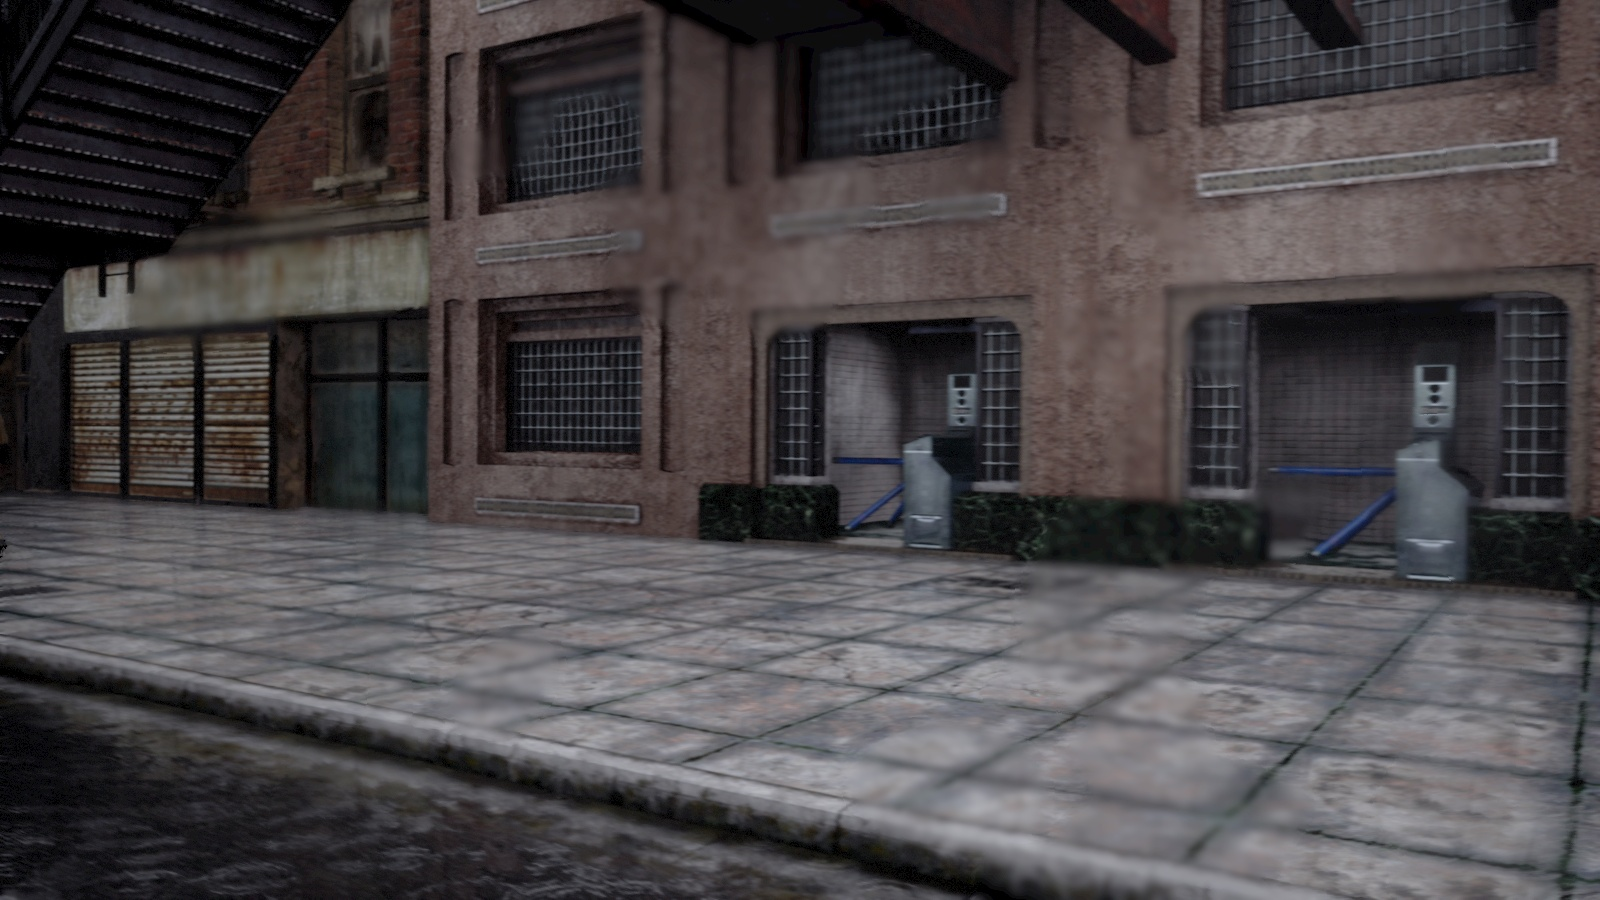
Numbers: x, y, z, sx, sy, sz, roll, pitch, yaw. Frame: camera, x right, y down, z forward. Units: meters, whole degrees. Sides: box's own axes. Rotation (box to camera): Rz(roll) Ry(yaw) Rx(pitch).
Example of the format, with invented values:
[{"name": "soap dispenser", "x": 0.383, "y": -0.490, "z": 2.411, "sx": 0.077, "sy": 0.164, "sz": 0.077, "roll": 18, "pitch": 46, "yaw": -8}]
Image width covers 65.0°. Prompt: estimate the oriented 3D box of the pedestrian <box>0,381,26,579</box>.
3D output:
[{"name": "pedestrian", "x": -8.079, "y": 0.291, "z": 12.415, "sx": 0.692, "sy": 1.930, "sz": 0.396, "roll": 0, "pitch": 1, "yaw": 27}]
